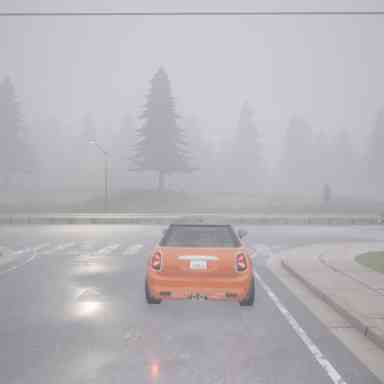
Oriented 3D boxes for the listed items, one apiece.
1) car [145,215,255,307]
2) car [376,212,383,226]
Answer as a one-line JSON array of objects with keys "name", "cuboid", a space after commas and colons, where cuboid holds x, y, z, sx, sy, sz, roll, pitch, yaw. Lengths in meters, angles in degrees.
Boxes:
[{"name": "car", "cuboid": [0.289, 1.351, 8.193, 2.097, 1.767, 4.553, 0, 0, 5]}, {"name": "car", "cuboid": [13.866, 1.491, 20.249, 4.902, 1.511, 2.128, 0, 0, 1]}]
